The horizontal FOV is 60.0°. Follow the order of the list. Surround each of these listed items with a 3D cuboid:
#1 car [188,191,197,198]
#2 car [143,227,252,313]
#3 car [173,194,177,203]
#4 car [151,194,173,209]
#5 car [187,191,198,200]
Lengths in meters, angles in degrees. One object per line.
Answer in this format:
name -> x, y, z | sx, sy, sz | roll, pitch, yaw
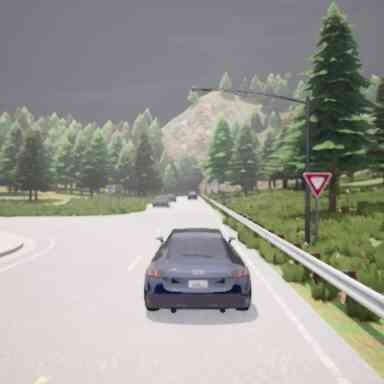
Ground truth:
car -> 0.100, 0.528, 75.224 | 1.882, 1.535, 5.008 | 0, 1, 0
car -> 0.093, 1.484, 7.569 | 1.994, 1.385, 4.181 | 0, 1, 0
car -> -3.492, 0.982, 54.628 | 2.033, 1.411, 5.357 | 0, 1, 1
car -> -3.541, 1.105, 38.744 | 1.837, 1.490, 4.892 | 0, 0, 0
car -> 0.086, 0.807, 64.848 | 1.882, 1.535, 5.008 | 0, 1, 0
